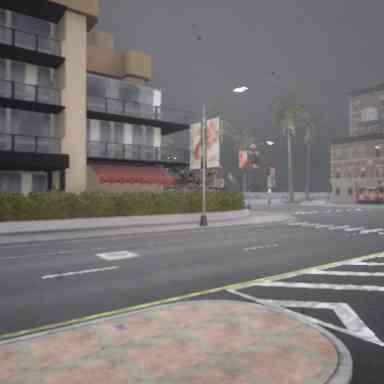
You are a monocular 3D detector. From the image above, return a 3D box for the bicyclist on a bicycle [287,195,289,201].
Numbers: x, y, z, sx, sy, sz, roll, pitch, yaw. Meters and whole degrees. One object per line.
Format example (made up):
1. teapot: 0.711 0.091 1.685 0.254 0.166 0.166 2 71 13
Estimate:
1. bicyclist on a bicycle: 17.258 1.307 59.040 1.656 1.620 0.582 0 0 -35
